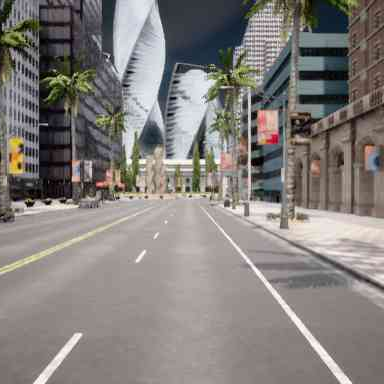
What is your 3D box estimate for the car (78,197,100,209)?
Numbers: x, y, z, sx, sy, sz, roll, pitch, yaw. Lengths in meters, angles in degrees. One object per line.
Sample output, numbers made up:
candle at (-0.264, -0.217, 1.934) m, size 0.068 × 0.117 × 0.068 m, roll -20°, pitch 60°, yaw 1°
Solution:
car at (-13.925, 1.431, 45.188) m, size 2.231 × 1.521 × 4.892 m, roll 0°, pitch 0°, yaw -1°
